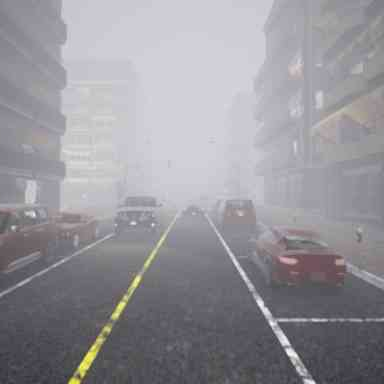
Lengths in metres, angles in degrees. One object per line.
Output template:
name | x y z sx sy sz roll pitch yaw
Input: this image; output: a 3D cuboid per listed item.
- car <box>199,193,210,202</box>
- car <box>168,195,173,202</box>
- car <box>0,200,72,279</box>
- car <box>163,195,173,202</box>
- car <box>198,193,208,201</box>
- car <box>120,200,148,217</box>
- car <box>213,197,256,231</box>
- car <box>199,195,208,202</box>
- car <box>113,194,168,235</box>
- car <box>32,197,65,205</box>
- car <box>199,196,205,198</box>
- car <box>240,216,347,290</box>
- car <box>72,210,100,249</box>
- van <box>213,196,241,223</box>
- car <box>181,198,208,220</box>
car | 2.579 1.149 69.077 2.192 1.841 5.009 1 0 0
car | -5.306 1.400 69.031 1.947 1.339 4.313 1 0 0
car | -5.293 1.283 8.824 2.192 1.841 5.009 1 0 0
car | -5.306 1.390 74.592 1.947 1.339 4.313 1 0 0
car | 2.577 1.132 80.201 2.192 1.841 5.009 1 0 0
car | -5.302 1.492 30.951 1.802 1.307 4.206 1 0 0
car | 2.551 1.251 19.833 2.192 1.841 5.009 1 0 0
car | 2.575 1.350 74.806 1.752 1.417 4.829 1 0 0
car | -2.804 1.162 18.781 2.150 2.045 5.566 0 0 0
car | -24.450 1.537 56.764 4.829 1.417 1.752 0 -1 0
car | 0.106 1.463 36.875 1.994 1.385 4.181 0 0 0
car | 2.547 1.550 8.771 1.802 1.307 4.206 1 0 0
car | -5.299 1.495 14.357 1.887 1.381 4.507 1 0 0
van | 2.550 1.263 25.365 1.690 1.788 3.998 1 0 0
car | 0.099 1.444 27.021 1.812 1.442 4.674 0 0 0
